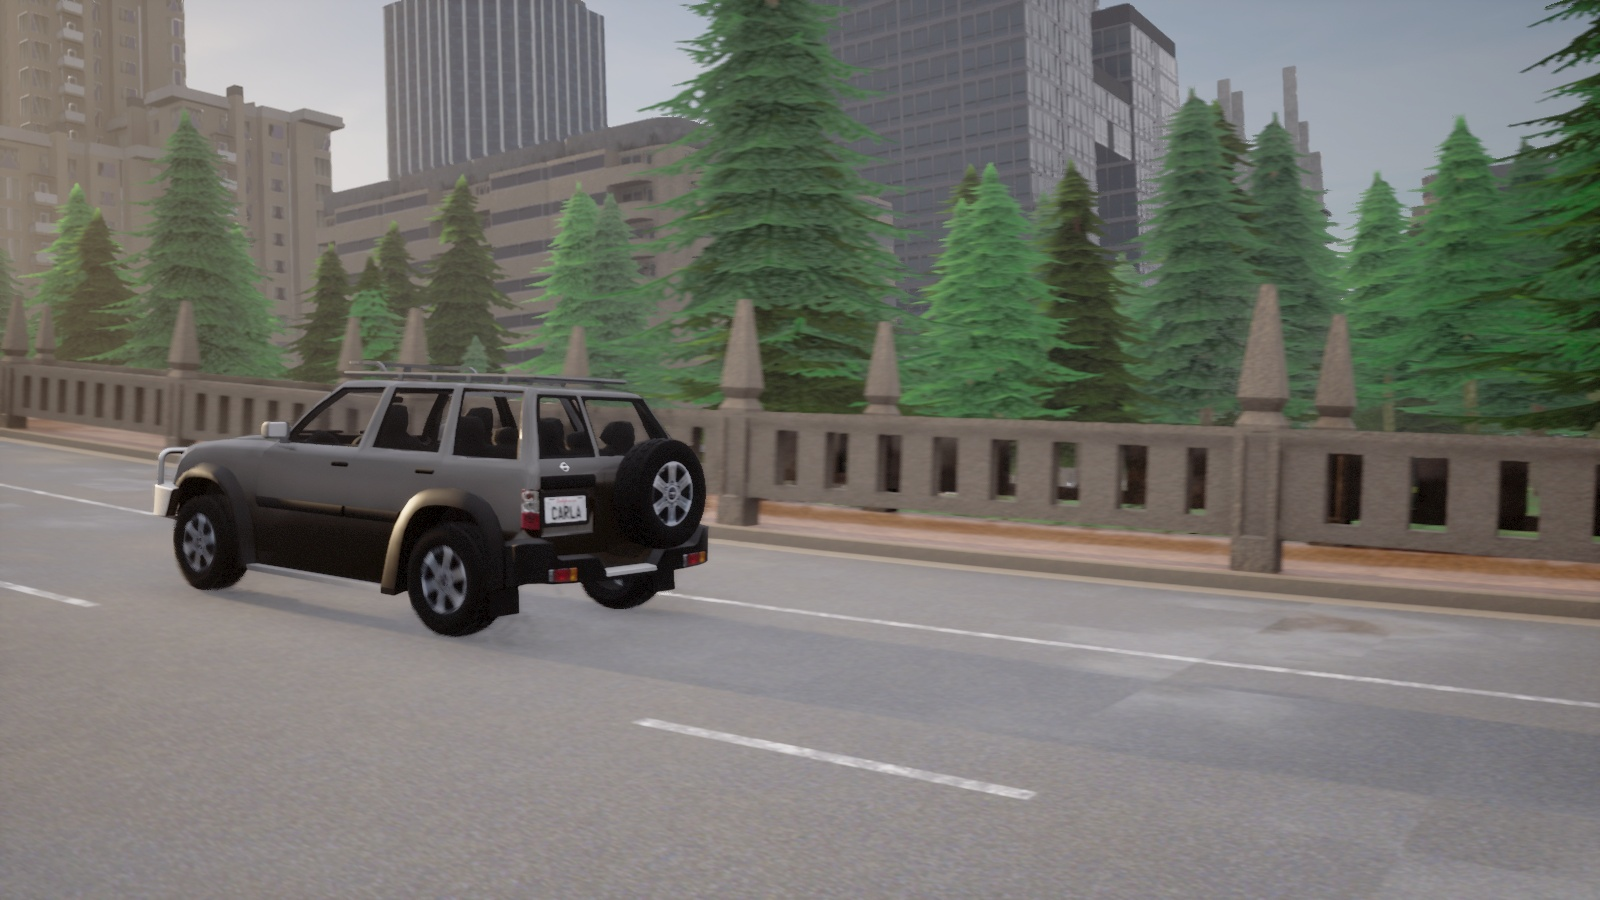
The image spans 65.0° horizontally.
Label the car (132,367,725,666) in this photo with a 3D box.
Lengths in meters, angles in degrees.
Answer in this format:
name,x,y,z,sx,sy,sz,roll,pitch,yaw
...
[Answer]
name,x,y,z,sx,sy,sz,roll,pitch,yaw
car,-3.027,0.323,9.830,4.605,1.855,1.932,2,2,34
